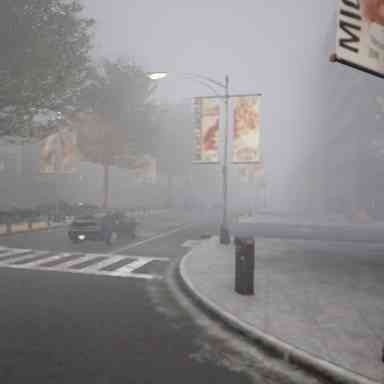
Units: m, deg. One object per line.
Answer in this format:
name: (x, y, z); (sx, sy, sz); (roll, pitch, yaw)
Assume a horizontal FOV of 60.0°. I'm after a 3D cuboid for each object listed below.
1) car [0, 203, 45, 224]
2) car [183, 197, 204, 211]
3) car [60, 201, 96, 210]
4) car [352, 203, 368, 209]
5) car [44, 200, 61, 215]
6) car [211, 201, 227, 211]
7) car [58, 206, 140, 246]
car: (-13.826, 1.660, 25.405); (1.895, 1.301, 4.718); (1, -1, 13)
car: (0.250, 1.763, 49.786); (2.150, 2.045, 5.566); (1, 0, 14)
car: (-11.510, 1.763, 35.174); (1.994, 1.385, 4.181); (1, -1, 13)
car: (22.630, 2.258, 45.470); (2.161, 1.482, 4.786); (1, -1, 13)
car: (-14.938, 1.657, 35.873); (1.837, 1.490, 4.892); (1, -1, 14)
car: (4.157, 2.120, 51.060); (1.837, 1.490, 4.892); (1, 0, 14)
car: (-4.022, 1.618, 15.951); (1.837, 1.490, 4.892); (0, -1, 11)
